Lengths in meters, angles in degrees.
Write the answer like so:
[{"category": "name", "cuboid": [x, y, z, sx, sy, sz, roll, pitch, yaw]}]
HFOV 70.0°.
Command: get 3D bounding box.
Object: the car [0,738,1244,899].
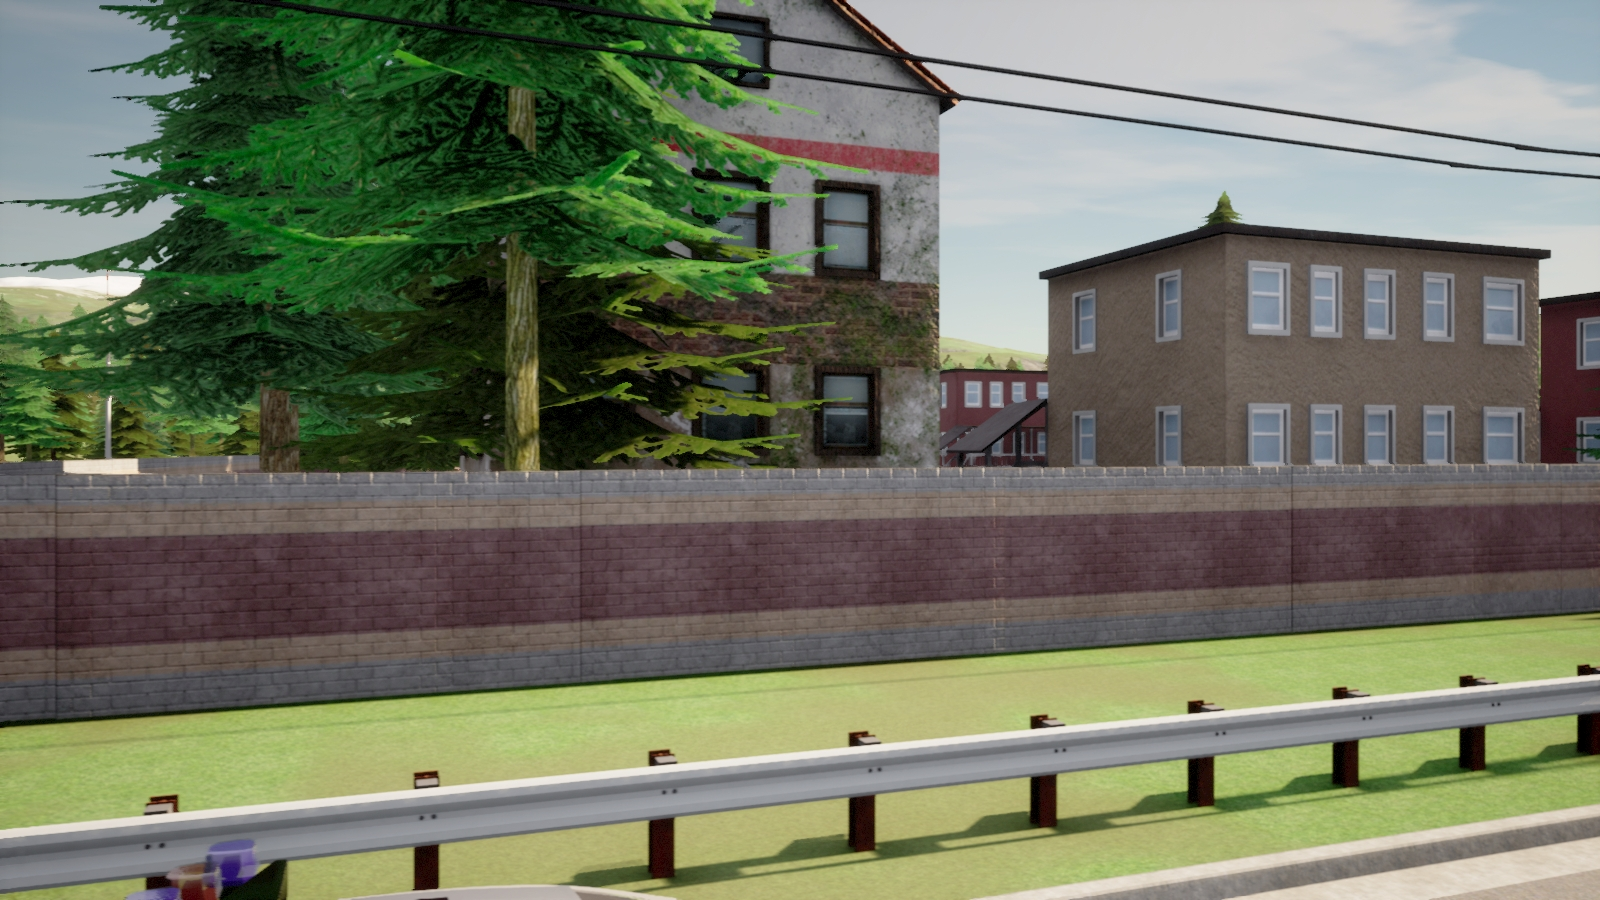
[{"category": "car", "cuboid": [-1.557, 1.982, 2.736, 5.238, 1.638, 2.097, 0, 0, -20]}]
